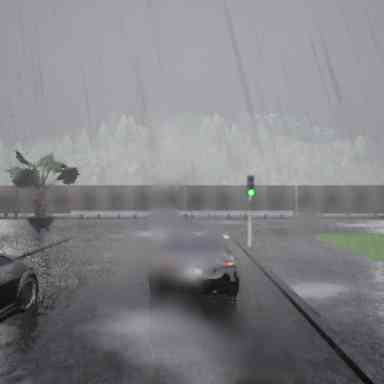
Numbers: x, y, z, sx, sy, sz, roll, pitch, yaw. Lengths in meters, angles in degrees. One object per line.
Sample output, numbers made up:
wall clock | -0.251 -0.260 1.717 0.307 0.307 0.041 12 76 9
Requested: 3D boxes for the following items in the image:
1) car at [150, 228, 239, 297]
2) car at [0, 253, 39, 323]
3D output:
car | 0.059 1.635 8.808 1.994 1.385 4.181 0 0 0
car | -4.079 1.604 4.999 1.994 1.385 4.181 0 0 0
